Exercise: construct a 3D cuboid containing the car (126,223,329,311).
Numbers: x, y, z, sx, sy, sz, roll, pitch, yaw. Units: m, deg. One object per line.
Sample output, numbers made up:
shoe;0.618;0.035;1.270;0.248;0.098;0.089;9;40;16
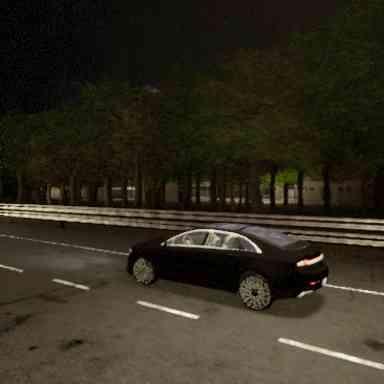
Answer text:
car;0.556;1.493;7.770;4.902;1.511;2.128;0;0;35
